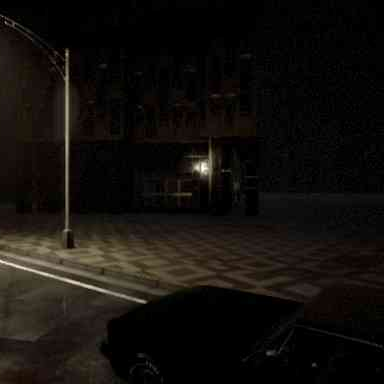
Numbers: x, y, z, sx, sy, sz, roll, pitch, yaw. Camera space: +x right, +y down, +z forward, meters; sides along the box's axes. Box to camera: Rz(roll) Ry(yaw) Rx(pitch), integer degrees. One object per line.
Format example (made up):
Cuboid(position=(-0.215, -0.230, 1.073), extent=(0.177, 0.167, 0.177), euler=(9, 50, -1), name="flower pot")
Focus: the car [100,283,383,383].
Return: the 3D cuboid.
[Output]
Cuboid(position=(1.319, 1.603, 3.090), extent=(4.718, 1.301, 1.895), euler=(0, 0, 36), name="car")
